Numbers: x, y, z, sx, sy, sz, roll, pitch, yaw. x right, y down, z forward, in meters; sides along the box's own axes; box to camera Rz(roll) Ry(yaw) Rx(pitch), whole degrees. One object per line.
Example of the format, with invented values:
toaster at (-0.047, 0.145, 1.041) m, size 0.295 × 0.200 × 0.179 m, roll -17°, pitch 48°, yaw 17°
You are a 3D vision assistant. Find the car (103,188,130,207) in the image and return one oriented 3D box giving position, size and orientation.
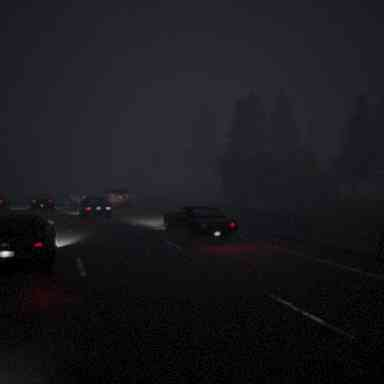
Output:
car at (-8.200, 0.547, 35.778) m, size 2.150 × 2.045 × 5.566 m, roll 1°, pitch 1°, yaw -22°

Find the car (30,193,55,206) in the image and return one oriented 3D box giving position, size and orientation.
car at (-12.855, 0.853, 28.674) m, size 1.812 × 1.442 × 4.674 m, roll 1°, pitch 1°, yaw -22°

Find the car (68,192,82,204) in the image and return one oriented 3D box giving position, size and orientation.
car at (-14.218, 0.693, 41.220) m, size 1.812 × 1.442 × 4.674 m, roll 1°, pitch 1°, yaw -22°

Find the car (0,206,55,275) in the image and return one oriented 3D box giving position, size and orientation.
car at (-4.861, 1.293, 9.186) m, size 1.994 × 1.385 × 4.181 m, roll 1°, pitch 1°, yaw -22°

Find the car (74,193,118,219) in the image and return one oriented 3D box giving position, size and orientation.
car at (-6.855, 1.036, 23.274) m, size 2.033 × 1.411 × 5.357 m, roll 1°, pitch 1°, yaw -23°

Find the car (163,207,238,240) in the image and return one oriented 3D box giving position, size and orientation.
car at (0.164, 1.322, 15.378) m, size 1.895 × 1.301 × 4.718 m, roll 1°, pitch 1°, yaw -22°

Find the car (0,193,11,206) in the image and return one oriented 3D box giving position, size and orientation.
car at (-16.095, 0.814, 27.352) m, size 1.812 × 1.442 × 4.674 m, roll 1°, pitch 1°, yaw -22°
